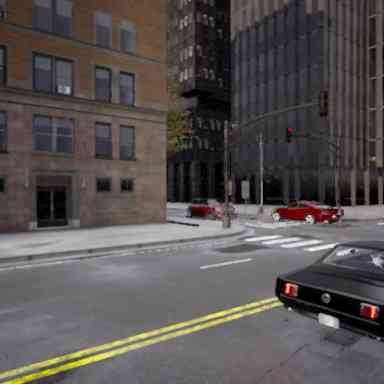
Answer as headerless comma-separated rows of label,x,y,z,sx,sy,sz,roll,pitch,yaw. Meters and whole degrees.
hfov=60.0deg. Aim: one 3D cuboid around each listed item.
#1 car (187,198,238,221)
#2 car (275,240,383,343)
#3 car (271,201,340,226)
car,1.501,1.257,26.059,2.097,1.767,4.553,0,0,-34
car,3.747,1.568,6.156,4.718,1.301,1.895,0,0,-37
car,7.633,1.371,22.926,1.882,1.535,5.008,1,0,-30
